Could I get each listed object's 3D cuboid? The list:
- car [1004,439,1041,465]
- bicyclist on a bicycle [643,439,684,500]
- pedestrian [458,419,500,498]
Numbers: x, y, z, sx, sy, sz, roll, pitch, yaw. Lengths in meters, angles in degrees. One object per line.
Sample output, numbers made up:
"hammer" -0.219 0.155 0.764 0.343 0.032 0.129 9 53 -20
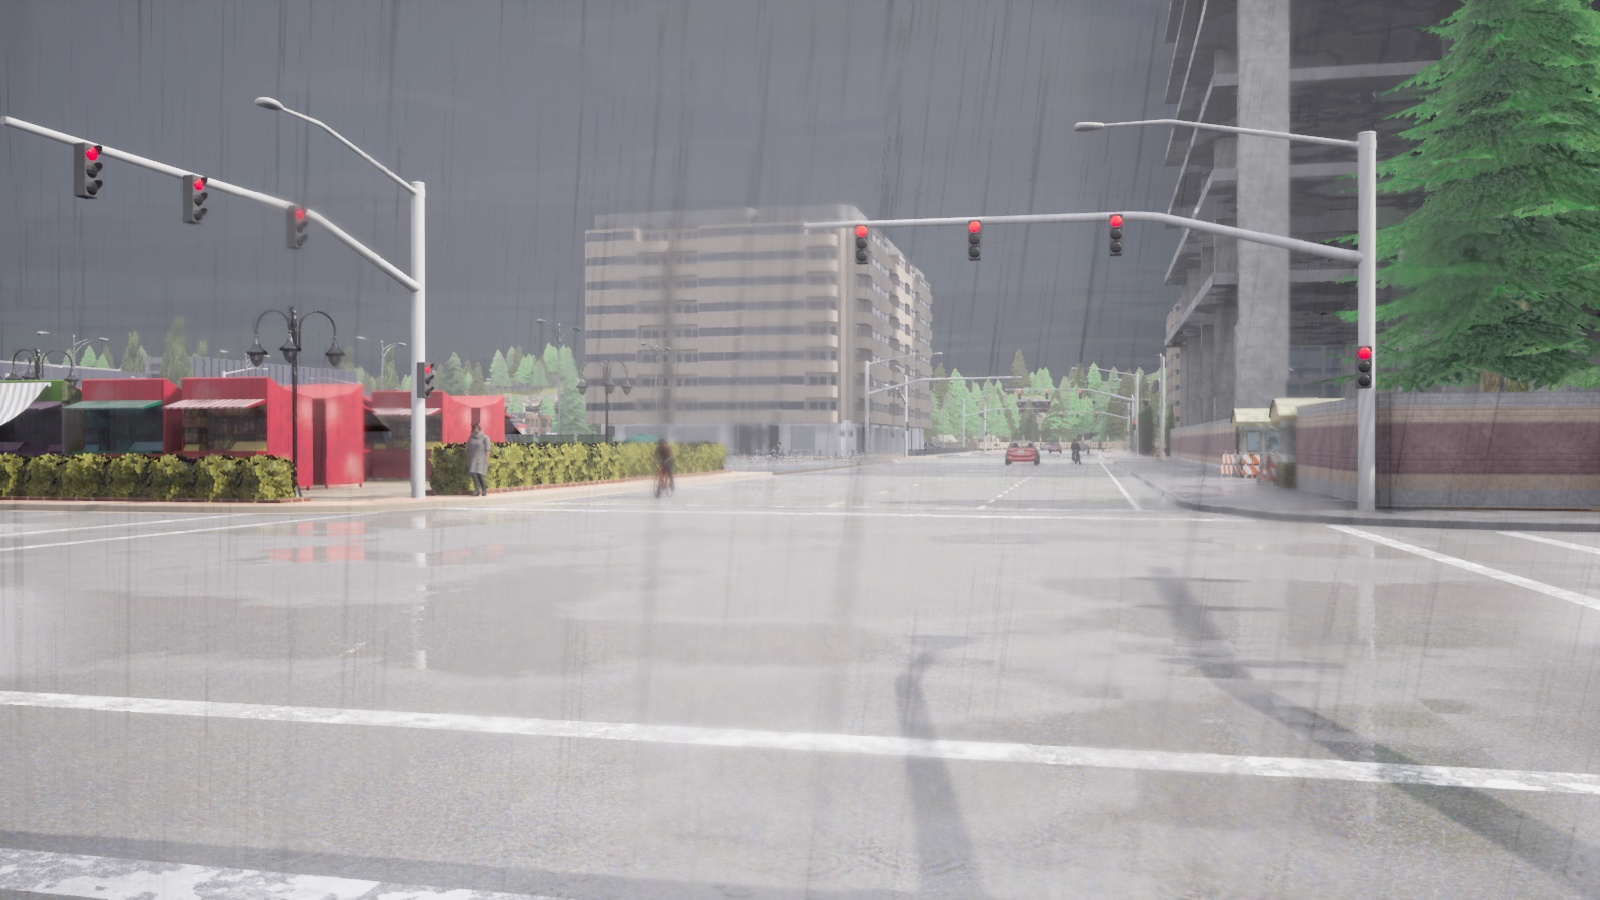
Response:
"car" 15.074 0.119 84.990 2.242 1.667 4.611 0 0 12
"bicyclist on a bicycle" -3.670 0.503 33.890 0.582 1.620 1.656 0 1 13
"pedestrian" -8.053 0.215 31.521 0.659 1.952 0.873 0 0 17
